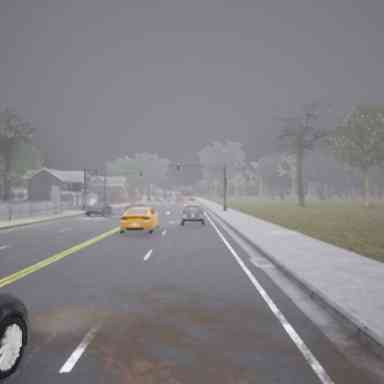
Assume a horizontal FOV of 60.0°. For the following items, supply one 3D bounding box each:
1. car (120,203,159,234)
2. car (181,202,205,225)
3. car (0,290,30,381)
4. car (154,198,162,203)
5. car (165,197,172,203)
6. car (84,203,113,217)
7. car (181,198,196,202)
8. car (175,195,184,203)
[{"bbox_3d":[-3.175,1.661,20.846,1.882,1.535,5.008,0,-1,0],"label":"car"},{"bbox_3d":[0.067,1.763,26.201,2.033,1.411,5.357,0,0,0],"label":"car"},{"bbox_3d":[-3.150,1.539,2.658,1.837,1.490,4.892,0,0,0],"label":"car"},{"bbox_3d":[-9.879,2.370,95.064,1.895,1.301,4.718,0,0,0],"label":"car"},{"bbox_3d":[-6.629,2.260,95.107,1.837,1.490,4.892,0,0,0],"label":"car"},{"bbox_3d":[-9.846,1.877,35.653,2.033,1.411,5.357,0,0,0],"label":"car"},{"bbox_3d":[-0.014,1.782,36.916,1.882,1.535,5.008,0,0,0],"label":"car"},{"bbox_3d":[-3.373,1.813,89.912,2.150,2.045,5.566,0,0,0],"label":"car"}]
